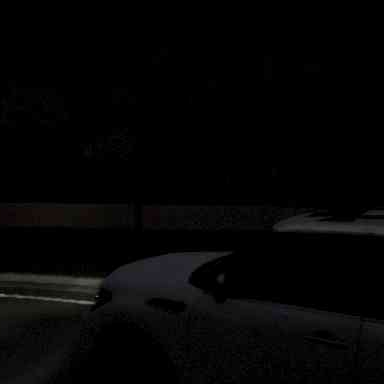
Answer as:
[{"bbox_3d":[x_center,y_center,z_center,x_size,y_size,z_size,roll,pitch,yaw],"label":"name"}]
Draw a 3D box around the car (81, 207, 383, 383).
[{"bbox_3d":[1.498,1.163,2.976,5.566,2.045,2.150,1,1,32],"label":"car"}]
